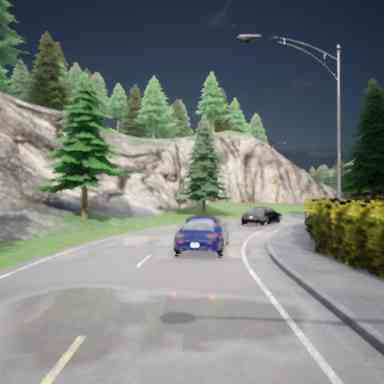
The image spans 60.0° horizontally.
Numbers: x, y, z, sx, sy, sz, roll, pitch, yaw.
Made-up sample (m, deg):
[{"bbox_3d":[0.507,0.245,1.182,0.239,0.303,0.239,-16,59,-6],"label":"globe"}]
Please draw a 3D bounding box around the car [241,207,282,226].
[{"bbox_3d":[5.570,1.857,26.283,1.994,1.385,4.181,0,-1,37],"label":"car"}]

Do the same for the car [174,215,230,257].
[{"bbox_3d":[0.498,1.679,13.717,1.812,1.442,4.674,0,0,10],"label":"car"}]
